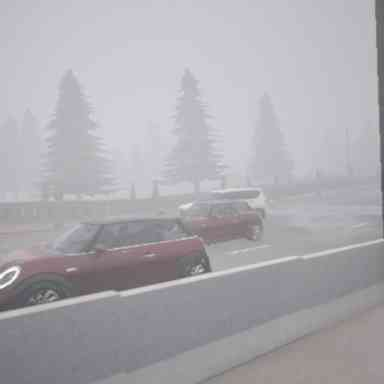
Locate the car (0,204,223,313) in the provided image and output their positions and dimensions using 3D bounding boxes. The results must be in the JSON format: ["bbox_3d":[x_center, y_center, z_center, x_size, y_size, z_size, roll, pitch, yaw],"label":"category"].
[{"bbox_3d":[-1.846,1.313,6.972,4.553,1.767,2.097,-1,1,-35],"label":"car"}]

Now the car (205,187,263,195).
[{"bbox_3d":[1.762,0.845,18.146,5.566,2.045,2.150,-4,2,-35],"label":"car"}]

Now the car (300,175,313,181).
[{"bbox_3d":[21.560,-2.402,61.711,1.812,1.442,4.674,-6,4,-35],"label":"car"}]

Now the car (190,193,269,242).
[{"bbox_3d":[0.623,1.154,13.034,4.553,1.767,2.097,-3,2,-35],"label":"car"}]
